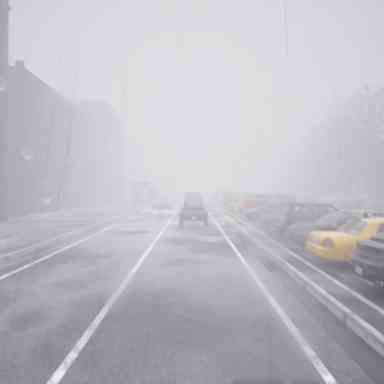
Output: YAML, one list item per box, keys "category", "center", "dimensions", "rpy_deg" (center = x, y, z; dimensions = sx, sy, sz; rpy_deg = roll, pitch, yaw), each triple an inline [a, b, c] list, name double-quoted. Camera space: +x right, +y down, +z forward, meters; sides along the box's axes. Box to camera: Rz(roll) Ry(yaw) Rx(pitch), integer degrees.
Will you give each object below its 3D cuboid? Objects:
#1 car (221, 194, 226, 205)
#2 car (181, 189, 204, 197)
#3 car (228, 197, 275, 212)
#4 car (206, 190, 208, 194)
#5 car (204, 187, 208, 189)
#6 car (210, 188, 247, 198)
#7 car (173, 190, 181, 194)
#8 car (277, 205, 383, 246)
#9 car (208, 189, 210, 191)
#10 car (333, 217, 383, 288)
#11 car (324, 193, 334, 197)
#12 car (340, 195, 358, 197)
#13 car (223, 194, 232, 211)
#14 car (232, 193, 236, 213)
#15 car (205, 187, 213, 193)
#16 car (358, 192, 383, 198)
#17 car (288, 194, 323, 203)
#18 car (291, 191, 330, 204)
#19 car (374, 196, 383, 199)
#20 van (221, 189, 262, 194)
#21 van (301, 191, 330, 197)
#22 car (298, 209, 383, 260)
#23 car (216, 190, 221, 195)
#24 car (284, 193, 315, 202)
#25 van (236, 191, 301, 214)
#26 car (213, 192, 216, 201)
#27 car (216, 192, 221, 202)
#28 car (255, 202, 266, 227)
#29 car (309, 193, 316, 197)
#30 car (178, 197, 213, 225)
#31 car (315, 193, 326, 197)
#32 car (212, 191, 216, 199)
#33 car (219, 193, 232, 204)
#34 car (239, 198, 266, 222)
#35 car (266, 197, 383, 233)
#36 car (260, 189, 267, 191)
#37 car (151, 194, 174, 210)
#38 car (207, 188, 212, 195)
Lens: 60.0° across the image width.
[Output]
- category: "car"
  center: [6.248, 1.249, 38.010]
  dimensions: [5.008, 1.535, 2.097]
  rpy_deg: [0, 0, 0]
- category: "car"
  center: [0.099, 0.931, 40.707]
  dimensions: [2.150, 2.045, 5.566]
  rpy_deg: [0, 1, 0]
- category: "car"
  center: [6.245, 1.313, 35.226]
  dimensions: [4.674, 1.452, 2.002]
  rpy_deg: [0, 0, 0]
- category: "car"
  center: [6.448, 0.705, 79.778]
  dimensions: [4.792, 1.488, 2.163]
  rpy_deg: [0, 2, 0]
- category: "car"
  center: [6.468, 0.146, 93.704]
  dimensions: [4.892, 1.521, 2.231]
  rpy_deg: [0, 3, 0]
- category: "car"
  center: [6.359, 0.827, 57.489]
  dimensions: [5.566, 2.045, 2.435]
  rpy_deg: [0, 1, 0]
- category: "car"
  center: [-3.379, 0.278, 78.427]
  dimensions: [2.097, 1.767, 4.553]
  rpy_deg: [0, 2, 0]
- category: "car"
  center: [6.160, 1.441, 12.959]
  dimensions: [4.892, 1.521, 2.231]
  rpy_deg: [0, 0, 0]
- category: "car"
  center: [6.428, 0.700, 74.208]
  dimensions: [4.553, 1.767, 2.185]
  rpy_deg: [0, 1, 0]
- category: "car"
  center: [6.126, 1.479, 7.393]
  dimensions: [4.892, 1.521, 2.231]
  rpy_deg: [0, 0, 0]
- category: "car"
  center: [19.351, 1.226, 40.771]
  dimensions: [4.892, 1.521, 2.231]
  rpy_deg: [0, 0, 0]
- category: "car"
  center: [19.294, 1.020, 35.198]
  dimensions: [5.566, 2.045, 2.435]
  rpy_deg: [0, 0, 0]
- category: "car"
  center: [6.046, 1.292, 32.443]
  dimensions: [5.366, 1.575, 1.946]
  rpy_deg: [0, 0, 0]
- category: "car"
  center: [6.189, 1.191, 29.659]
  dimensions: [4.553, 1.767, 2.185]
  rpy_deg: [0, 0, 0]
- category: "car"
  center: [6.410, 0.365, 85.345]
  dimensions: [4.553, 1.767, 2.185]
  rpy_deg: [0, 2, 0]
- category: "car"
  center: [19.280, 1.168, 32.416]
  dimensions: [4.553, 1.767, 2.185]
  rpy_deg: [0, 0, 0]
- category: "car"
  center: [19.596, 1.074, 57.479]
  dimensions: [5.366, 1.575, 1.946]
  rpy_deg: [0, 1, 0]
- category: "car"
  center: [19.371, 0.851, 54.693]
  dimensions: [5.566, 2.045, 2.435]
  rpy_deg: [0, 1, 0]
- category: "car"
  center: [19.303, 1.356, 29.632]
  dimensions: [4.674, 1.452, 2.002]
  rpy_deg: [0, 0, 0]
- category: "van"
  center: [6.392, 0.976, 43.573]
  dimensions: [4.442, 1.987, 1.878]
  rpy_deg: [0, 0, 0]
- category: "van"
  center: [19.272, 0.901, 51.909]
  dimensions: [4.442, 1.987, 1.878]
  rpy_deg: [0, 1, 0]
- category: "car"
  center: [6.329, 1.456, 10.176]
  dimensions: [5.366, 1.575, 1.946]
  rpy_deg: [0, 0, 0]
- category: "car"
  center: [6.267, 1.026, 49.267]
  dimensions: [4.553, 1.767, 2.185]
  rpy_deg: [0, 1, 0]
- category: "car"
  center: [19.417, 1.051, 60.388]
  dimensions: [5.008, 1.535, 2.097]
  rpy_deg: [0, 1, 0]
- category: "van"
  center: [6.092, 1.113, 26.938]
  dimensions: [4.442, 1.987, 1.878]
  rpy_deg: [0, 0, 0]
- category: "car"
  center: [6.494, 1.125, 51.925]
  dimensions: [5.366, 1.575, 1.946]
  rpy_deg: [0, 1, 0]
- category: "car"
  center: [6.293, 1.179, 46.360]
  dimensions: [4.892, 1.521, 2.231]
  rpy_deg: [0, 0, 0]
- category: "car"
  center: [6.179, 1.441, 18.527]
  dimensions: [4.674, 1.452, 2.002]
  rpy_deg: [0, 0, 0]
- category: "car"
  center: [19.369, 1.217, 46.341]
  dimensions: [4.674, 1.452, 2.002]
  rpy_deg: [0, 1, 0]
- category: "car"
  center: [0.110, 1.345, 22.759]
  dimensions: [2.128, 1.511, 4.902]
  rpy_deg: [0, 1, 0]
- category: "car"
  center: [19.361, 1.201, 43.556]
  dimensions: [5.008, 1.535, 2.097]
  rpy_deg: [0, 0, 0]
- category: "car"
  center: [6.314, 1.103, 54.709]
  dimensions: [5.008, 1.535, 2.097]
  rpy_deg: [0, 1, 0]
- category: "car"
  center: [6.270, 1.225, 40.793]
  dimensions: [5.008, 1.535, 2.097]
  rpy_deg: [0, 0, 0]
- category: "car"
  center: [6.169, 1.390, 24.093]
  dimensions: [4.792, 1.488, 2.163]
  rpy_deg: [0, 0, 0]
- category: "car"
  center: [6.134, 1.296, 15.743]
  dimensions: [4.553, 1.767, 2.185]
  rpy_deg: [0, 0, 0]
- category: "car"
  center: [19.504, 0.586, 82.563]
  dimensions: [4.892, 1.521, 2.231]
  rpy_deg: [0, 2, 0]
- category: "car"
  center: [-3.343, 1.259, 37.740]
  dimensions: [1.812, 1.442, 4.674]
  rpy_deg: [0, 0, 0]
- category: "car"
  center: [6.439, 0.630, 76.988]
  dimensions: [4.553, 1.767, 2.185]
  rpy_deg: [0, 1, 0]
